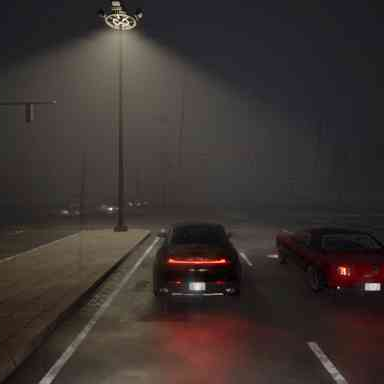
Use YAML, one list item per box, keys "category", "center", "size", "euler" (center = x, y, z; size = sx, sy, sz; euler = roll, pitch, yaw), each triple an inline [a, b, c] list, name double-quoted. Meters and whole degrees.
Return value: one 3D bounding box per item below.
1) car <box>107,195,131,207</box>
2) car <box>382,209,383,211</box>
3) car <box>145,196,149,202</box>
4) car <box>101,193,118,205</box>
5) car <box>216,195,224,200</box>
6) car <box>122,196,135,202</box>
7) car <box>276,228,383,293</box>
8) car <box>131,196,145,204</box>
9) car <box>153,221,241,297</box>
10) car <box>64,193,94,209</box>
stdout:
- category: "car"
  center: [-11.272, 1.601, 51.400]
  size: [1.895, 1.301, 4.718]
  euler: [0, 0, 0]
- category: "car"
  center: [21.048, 1.601, 31.924]
  size: [4.718, 1.301, 1.895]
  euler: [0, 0, 1]
- category: "car"
  center: [-11.017, 1.595, 76.626]
  size: [1.895, 1.301, 4.718]
  euler: [0, 0, 0]
- category: "car"
  center: [-14.686, 1.223, 60.309]
  size: [2.150, 2.045, 5.566]
  euler: [0, 0, 1]
- category: "car"
  center: [7.740, 1.552, 91.410]
  size: [1.994, 1.385, 4.181]
  euler: [0, 0, 2]
- category: "car"
  center: [-14.521, 1.540, 76.110]
  size: [2.033, 1.411, 5.357]
  euler: [0, 0, 0]
- category: "car"
  center: [3.629, 1.601, 8.841]
  size: [1.895, 1.301, 4.718]
  euler: [0, 0, 1]
- category: "car"
  center: [-11.113, 1.507, 66.106]
  size: [1.837, 1.490, 4.892]
  euler: [0, -1, 1]
- category: "car"
  center: [0.126, 1.505, 8.596]
  size: [1.837, 1.490, 4.892]
  euler: [0, 0, 1]
- category: "car"
  center: [-15.181, 1.222, 45.011]
  size: [2.150, 2.045, 5.566]
  euler: [0, 0, 7]
